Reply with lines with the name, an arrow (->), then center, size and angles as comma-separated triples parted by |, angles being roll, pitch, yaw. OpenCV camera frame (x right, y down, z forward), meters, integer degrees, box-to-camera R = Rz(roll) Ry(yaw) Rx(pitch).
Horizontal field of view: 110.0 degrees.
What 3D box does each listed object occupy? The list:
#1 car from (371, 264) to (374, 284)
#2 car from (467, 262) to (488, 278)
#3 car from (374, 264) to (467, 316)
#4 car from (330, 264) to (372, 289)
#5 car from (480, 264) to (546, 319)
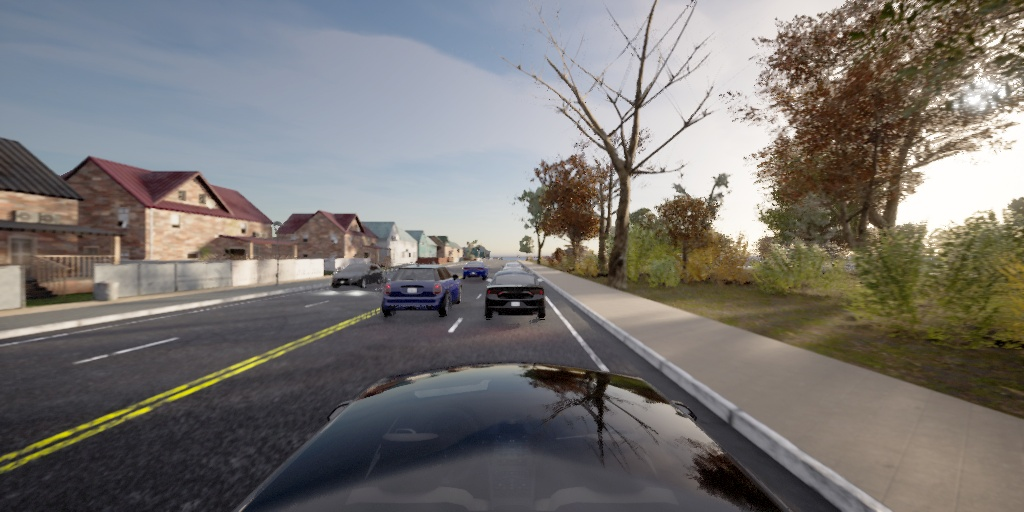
car -> -6.589, 1.247, 22.289 | 2.128, 1.511, 4.902 | 0, 0, 0
car -> -3.151, 1.240, 31.648 | 1.882, 1.535, 5.008 | 0, 0, 0
car -> -3.150, 1.104, 13.426 | 2.097, 1.767, 4.553 | 0, 0, 0
car -> -9.838, 1.260, 23.210 | 1.837, 1.490, 4.892 | 0, 0, 0
car -> 0.100, 1.229, 12.805 | 1.882, 1.535, 5.008 | 0, 0, 0
